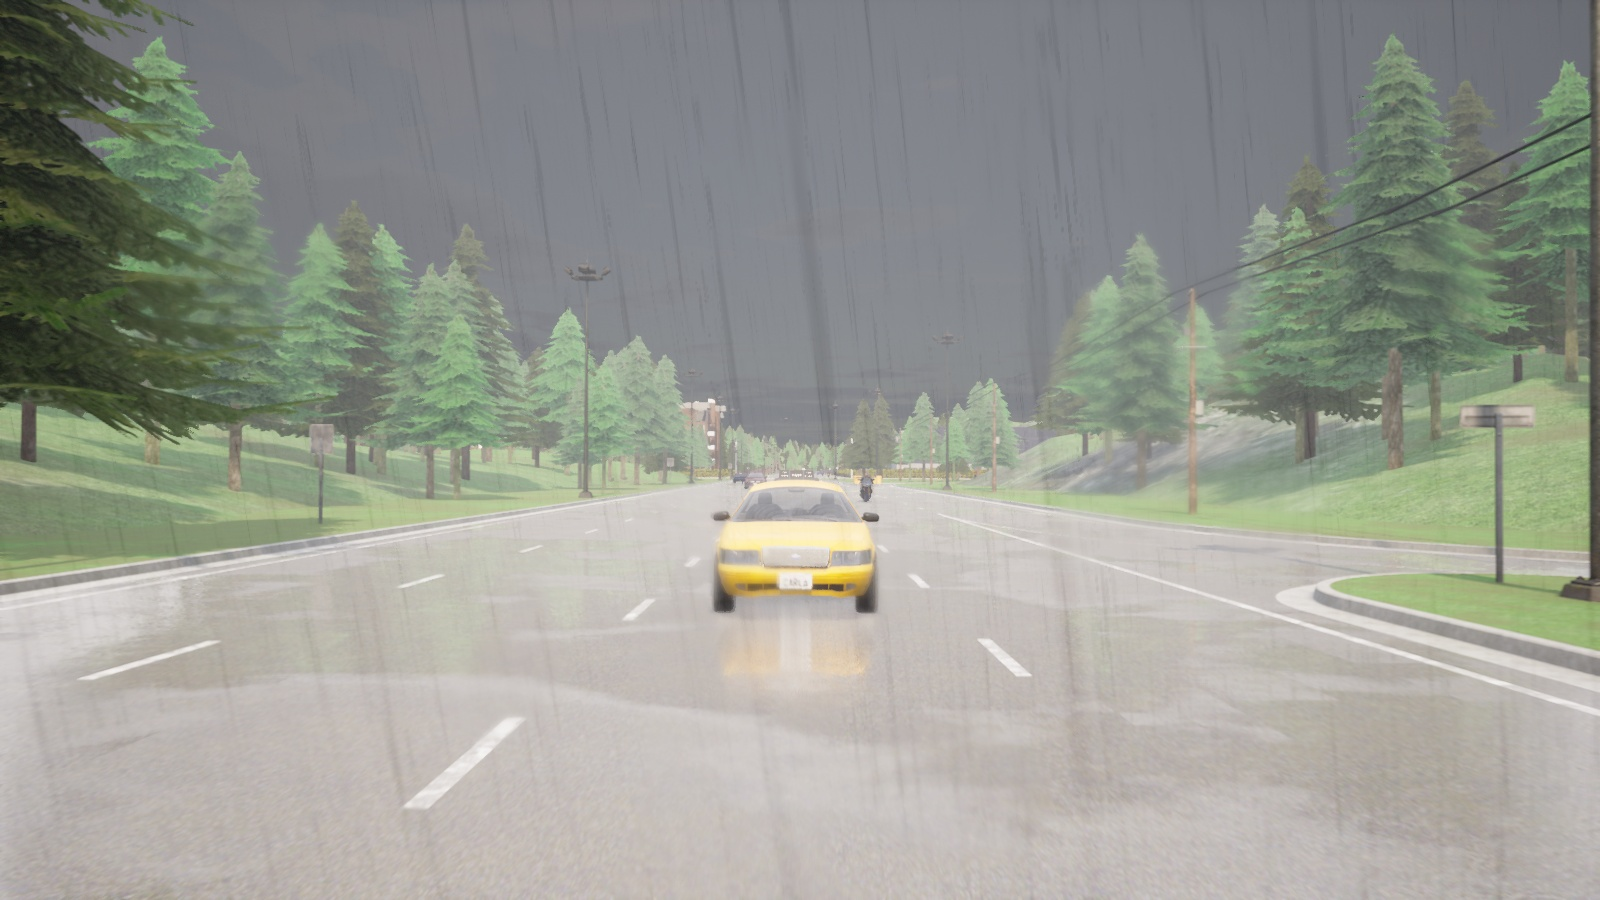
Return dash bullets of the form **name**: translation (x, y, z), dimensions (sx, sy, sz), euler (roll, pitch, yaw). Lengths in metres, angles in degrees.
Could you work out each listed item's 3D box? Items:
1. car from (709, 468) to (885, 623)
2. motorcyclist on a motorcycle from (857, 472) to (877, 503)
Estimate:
- **car**: translation (-0.038, 1.012, 15.527), dimensions (1.801, 1.575, 5.366), euler (0, -1, 0)
- **motorcyclist on a motorcycle**: translation (3.347, 1.894, 63.198), dimensions (0.866, 1.530, 2.191), euler (0, -1, 0)
